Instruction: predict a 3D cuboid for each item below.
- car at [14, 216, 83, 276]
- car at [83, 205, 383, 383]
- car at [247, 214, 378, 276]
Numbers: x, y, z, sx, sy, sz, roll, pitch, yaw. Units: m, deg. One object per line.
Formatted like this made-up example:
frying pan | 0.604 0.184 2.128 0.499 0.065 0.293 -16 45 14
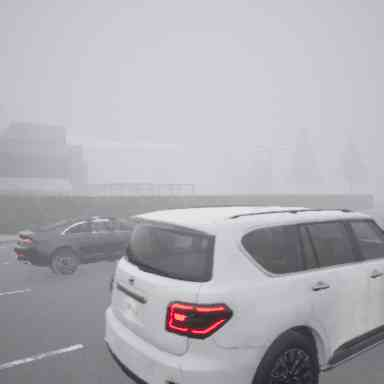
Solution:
car | -2.765 1.491 10.371 4.902 1.511 2.128 0 0 -35
car | 1.565 1.221 4.861 5.566 2.045 2.150 0 0 -35
car | 4.036 1.563 10.922 4.181 1.385 1.994 0 0 -35
